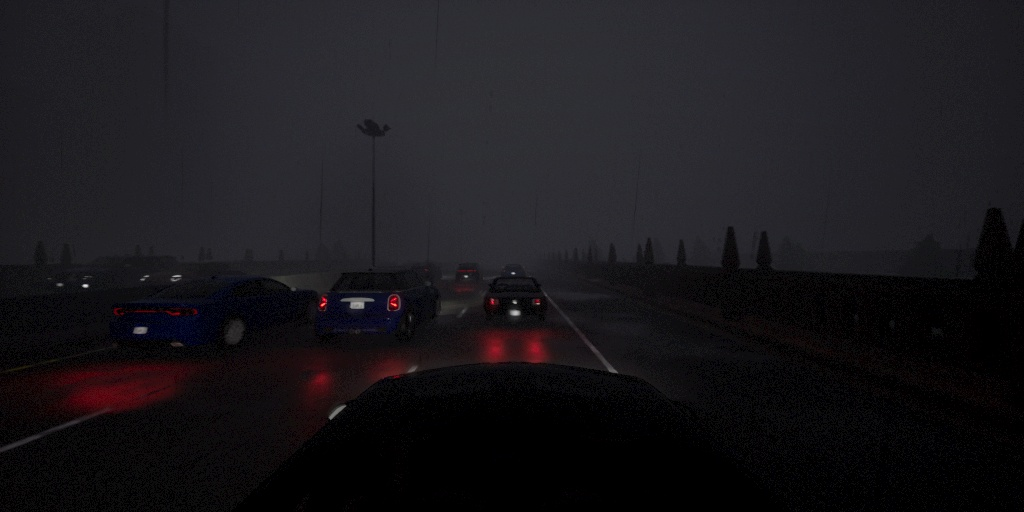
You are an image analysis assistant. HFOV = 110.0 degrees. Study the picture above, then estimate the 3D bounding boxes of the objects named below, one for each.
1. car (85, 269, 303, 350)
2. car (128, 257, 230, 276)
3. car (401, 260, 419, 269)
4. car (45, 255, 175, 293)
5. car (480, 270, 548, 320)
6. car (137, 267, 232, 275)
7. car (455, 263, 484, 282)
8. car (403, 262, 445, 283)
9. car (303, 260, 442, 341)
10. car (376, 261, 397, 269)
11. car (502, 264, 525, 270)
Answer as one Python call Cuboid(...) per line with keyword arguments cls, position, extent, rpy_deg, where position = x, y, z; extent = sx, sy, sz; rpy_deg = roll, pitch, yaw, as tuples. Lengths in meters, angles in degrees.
Cuboid(cls="car", position=(-6.899, 1.229, 9.133), extent=(1.882, 1.535, 5.008), rpy_deg=(0, 0, 0))
Cuboid(cls="car", position=(-17.595, 1.108, 19.812), extent=(2.097, 1.767, 4.553), rpy_deg=(0, 0, 0))
Cuboid(cls="car", position=(-17.518, 1.412, 61.834), extent=(1.994, 1.385, 4.181), rpy_deg=(0, 0, 1))
Cuboid(cls="car", position=(-21.097, 0.977, 19.492), extent=(2.150, 2.045, 5.566), rpy_deg=(0, 0, 0))
Cuboid(cls="car", position=(0.102, 1.353, 12.546), extent=(1.895, 1.301, 4.718), rpy_deg=(0, 0, 0))
Cuboid(cls="car", position=(-14.097, 1.355, 16.849), extent=(1.895, 1.301, 4.718), rpy_deg=(0, 0, 0))
Cuboid(cls="car", position=(-3.396, 1.269, 28.965), extent=(1.837, 1.490, 4.892), rpy_deg=(0, 0, 0))
Cuboid(cls="car", position=(-6.895, 1.255, 28.752), extent=(2.128, 1.511, 4.902), rpy_deg=(0, 0, 0))
Cuboid(cls="car", position=(-3.398, 1.104, 10.004), extent=(2.097, 1.767, 4.553), rpy_deg=(0, 0, 0))
Cuboid(cls="car", position=(-21.014, 1.445, 60.378), extent=(1.895, 1.301, 4.718), rpy_deg=(0, 0, 1))
Cuboid(cls="car", position=(0.105, 1.330, 29.988), extent=(1.994, 1.385, 4.181), rpy_deg=(0, 0, 0))
